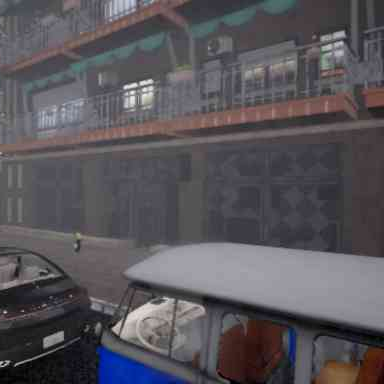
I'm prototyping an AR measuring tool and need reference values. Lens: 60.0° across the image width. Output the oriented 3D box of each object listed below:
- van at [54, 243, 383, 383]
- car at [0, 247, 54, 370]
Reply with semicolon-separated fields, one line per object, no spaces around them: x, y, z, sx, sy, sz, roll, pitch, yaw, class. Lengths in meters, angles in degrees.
1.091;1.342;2.080;3.998;1.788;1.690;0;1;36;van
-3.468;1.576;5.335;4.403;1.369;2.008;0;1;36;car
